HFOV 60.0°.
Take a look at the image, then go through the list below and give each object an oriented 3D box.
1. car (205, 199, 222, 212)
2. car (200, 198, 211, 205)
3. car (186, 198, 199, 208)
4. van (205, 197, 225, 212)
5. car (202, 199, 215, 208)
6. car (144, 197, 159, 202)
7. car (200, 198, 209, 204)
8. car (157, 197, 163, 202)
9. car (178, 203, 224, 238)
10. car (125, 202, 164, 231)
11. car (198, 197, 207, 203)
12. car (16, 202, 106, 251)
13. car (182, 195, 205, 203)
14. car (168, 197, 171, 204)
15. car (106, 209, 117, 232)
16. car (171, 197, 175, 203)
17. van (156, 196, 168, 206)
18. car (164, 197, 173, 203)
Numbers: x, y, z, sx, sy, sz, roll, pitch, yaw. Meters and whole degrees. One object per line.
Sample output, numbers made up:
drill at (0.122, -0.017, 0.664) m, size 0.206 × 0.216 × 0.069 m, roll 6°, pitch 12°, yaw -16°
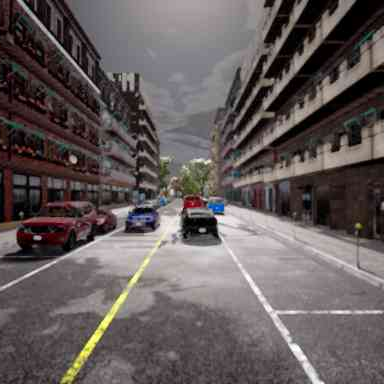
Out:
car at (2.693, 1.724, 42.742) m, size 1.752 × 1.417 × 4.829 m, roll 1°, pitch 0°, yaw 0°
car at (2.644, 1.868, 64.856) m, size 1.947 × 1.339 × 4.313 m, roll 1°, pitch 0°, yaw 0°
car at (0.077, 1.806, 55.509) m, size 2.033 × 1.411 × 5.357 m, roll 0°, pitch 0°, yaw 0°
van at (2.694, 1.513, 37.002) m, size 1.690 × 1.788 × 3.998 m, roll 1°, pitch 0°, yaw 0°
car at (2.661, 1.795, 53.714) m, size 1.887 × 1.381 × 4.507 m, roll 1°, pitch 0°, yaw 0°
car at (-5.694, 1.722, 42.439) m, size 1.752 × 1.417 × 4.829 m, roll 1°, pitch 0°, yaw 0°
car at (2.642, 1.910, 70.428) m, size 1.802 × 1.307 × 4.206 m, roll 1°, pitch 0°, yaw 0°
car at (-5.697, 1.790, 48.180) m, size 1.947 × 1.339 × 4.313 m, roll 1°, pitch 0°, yaw 0°
car at (0.327, 1.591, 18.305) m, size 1.837 × 1.490 × 4.892 m, roll 0°, pitch 0°, yaw -4°
car at (-3.109, 1.627, 21.724) m, size 1.812 × 1.442 × 4.674 m, roll 0°, pitch 0°, yaw 0°
car at (2.638, 1.931, 81.569) m, size 2.008 × 1.369 × 4.403 m, roll 1°, pitch 0°, yaw 0°
car at (-5.681, 1.384, 14.754) m, size 2.192 × 1.841 × 5.009 m, roll 1°, pitch 0°, yaw 0°
car at (0.082, 1.400, 37.823) m, size 2.150 × 2.045 × 5.566 m, roll 0°, pitch 0°, yaw 0°
car at (-5.703, 1.853, 64.892) m, size 2.008 × 1.369 × 4.403 m, roll 1°, pitch 0°, yaw 0°
car at (-5.687, 1.676, 20.325) m, size 1.802 × 1.307 × 4.206 m, roll 1°, pitch 0°, yaw 0°
car at (-5.707, 1.905, 76.035) m, size 2.008 × 1.369 × 4.403 m, roll 1°, pitch 0°, yaw 0°
van at (-5.698, 1.617, 59.323) m, size 1.690 × 1.788 × 3.998 m, roll 1°, pitch 0°, yaw 0°
car at (-5.710, 1.962, 81.605) m, size 1.802 × 1.307 × 4.206 m, roll 1°, pitch 0°, yaw 0°
